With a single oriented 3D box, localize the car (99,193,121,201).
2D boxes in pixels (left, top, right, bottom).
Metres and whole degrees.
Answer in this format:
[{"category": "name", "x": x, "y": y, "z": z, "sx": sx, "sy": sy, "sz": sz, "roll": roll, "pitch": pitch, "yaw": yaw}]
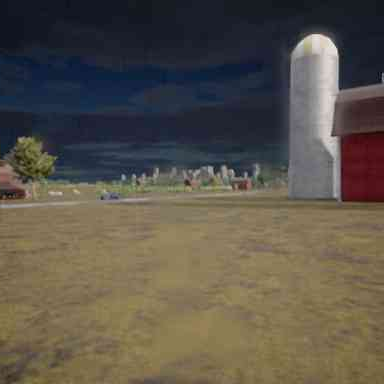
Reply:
[{"category": "car", "x": -15.505, "y": 0.892, "z": 63.172, "sx": 1.994, "sy": 1.385, "sz": 4.181, "roll": 1, "pitch": 2, "yaw": 36}]
